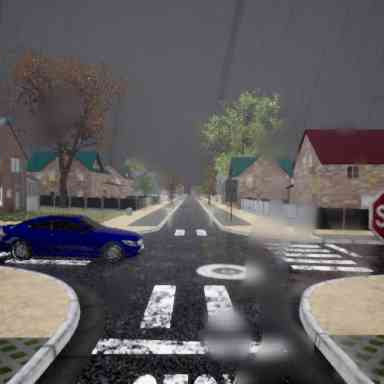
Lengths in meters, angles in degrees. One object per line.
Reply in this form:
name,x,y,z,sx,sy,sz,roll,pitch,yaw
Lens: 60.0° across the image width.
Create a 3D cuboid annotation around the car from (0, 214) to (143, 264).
car,-3.987,1.506,11.153,4.674,1.442,1.812,2,1,-1
